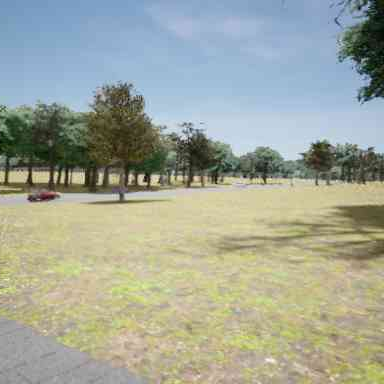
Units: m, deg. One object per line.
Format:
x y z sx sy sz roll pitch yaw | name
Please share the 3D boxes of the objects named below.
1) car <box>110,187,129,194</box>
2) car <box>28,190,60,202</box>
-15.919 -0.364 73.017 1.812 1.442 4.674 4 4 35 | car
-22.801 0.476 51.407 2.097 1.767 4.553 4 4 35 | car
